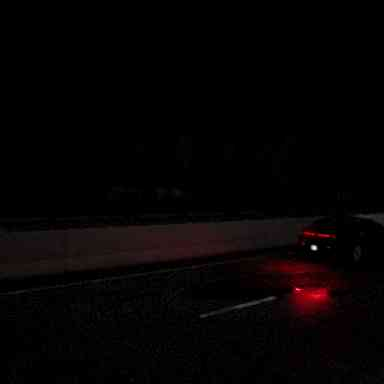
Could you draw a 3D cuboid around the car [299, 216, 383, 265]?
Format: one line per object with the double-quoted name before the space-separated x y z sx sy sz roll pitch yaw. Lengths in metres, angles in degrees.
"car" 6.044 1.670 12.431 4.892 1.490 1.837 2 -1 -35
